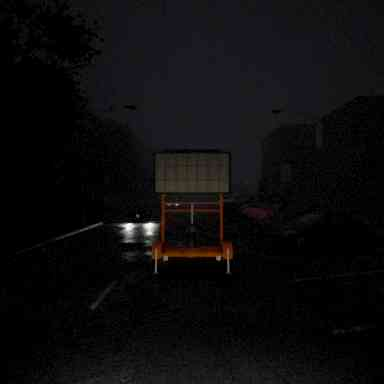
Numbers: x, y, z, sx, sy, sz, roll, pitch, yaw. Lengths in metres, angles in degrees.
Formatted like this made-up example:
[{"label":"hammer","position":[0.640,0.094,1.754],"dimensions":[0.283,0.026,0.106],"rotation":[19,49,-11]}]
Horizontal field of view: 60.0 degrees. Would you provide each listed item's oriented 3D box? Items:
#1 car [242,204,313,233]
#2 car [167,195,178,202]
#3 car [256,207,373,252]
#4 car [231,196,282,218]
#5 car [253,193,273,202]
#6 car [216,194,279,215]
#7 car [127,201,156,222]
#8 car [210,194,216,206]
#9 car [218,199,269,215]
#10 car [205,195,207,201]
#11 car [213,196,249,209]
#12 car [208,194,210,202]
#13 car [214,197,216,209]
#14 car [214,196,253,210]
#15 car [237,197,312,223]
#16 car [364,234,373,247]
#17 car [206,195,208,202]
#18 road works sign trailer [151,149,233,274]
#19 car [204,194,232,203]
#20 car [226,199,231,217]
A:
[{"label":"car","position":[5.301,1.515,16.800],"dimensions":[4.792,1.488,2.163],"rotation":[1,0,-20]},{"label":"car","position":[-3.920,1.488,67.910],"dimensions":[2.097,1.767,4.553],"rotation":[0,0,1]},{"label":"car","position":[5.322,1.525,13.808],"dimensions":[4.674,1.452,2.002],"rotation":[1,0,-20]},{"label":"car","position":[5.384,1.365,22.821],"dimensions":[4.553,1.767,2.185],"rotation":[1,0,-20]},{"label":"car","position":[18.531,1.447,86.853],"dimensions":[2.435,2.045,5.566],"rotation":[0,0,-21]},{"label":"car","position":[5.367,1.246,28.796],"dimensions":[5.566,2.045,2.435],"rotation":[1,0,-20]},{"label":"car","position":[-3.963,1.514,26.613],"dimensions":[1.837,1.490,4.892],"rotation":[0,0,0]},{"label":"car","position":[5.398,1.264,37.813],"dimensions":[5.566,2.045,2.435],"rotation":[1,0,-20]},{"label":"car","position":[5.377,1.538,34.811],"dimensions":[4.792,1.488,2.163],"rotation":[1,0,-20]},{"label":"car","position":[5.335,1.601,64.792],"dimensions":[5.366,1.575,1.946],"rotation":[1,0,-20]},{"label":"car","position":[5.430,1.415,46.828],"dimensions":[4.553,1.767,2.185],"rotation":[1,0,-20]},{"label":"car","position":[5.518,1.437,52.845],"dimensions":[4.553,1.767,2.185],"rotation":[1,0,-20]},{"label":"car","position":[5.217,1.497,31.754],"dimensions":[5.366,1.575,1.946],"rotation":[1,0,-20]},{"label":"car","position":[5.417,1.406,43.827],"dimensions":[4.553,1.767,2.185],"rotation":[1,0,-20]},{"label":"car","position":[5.372,1.363,19.820],"dimensions":[4.553,1.767,2.185],"rotation":[1,0,-20]},{"label":"car","position":[5.313,1.486,4.808],"dimensions":[4.892,1.521,2.231],"rotation":[1,0,-20]},{"label":"car","position":[5.486,1.573,55.848],"dimensions":[5.008,1.535,2.097],"rotation":[1,0,-20]},{"label":"road works sign trailer","position":[0.007,0.463,10.536],"dimensions":[2.380,3.560,2.880],"rotation":[0,0,0]},{"label":"car","position":[5.536,1.378,70.885],"dimensions":[5.566,2.045,2.435],"rotation":[1,0,-20]},{"label":"car","position":[5.360,1.534,25.818],"dimensions":[4.674,1.452,2.002],"rotation":[1,0,-20]}]
